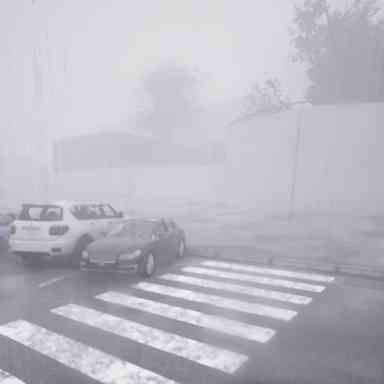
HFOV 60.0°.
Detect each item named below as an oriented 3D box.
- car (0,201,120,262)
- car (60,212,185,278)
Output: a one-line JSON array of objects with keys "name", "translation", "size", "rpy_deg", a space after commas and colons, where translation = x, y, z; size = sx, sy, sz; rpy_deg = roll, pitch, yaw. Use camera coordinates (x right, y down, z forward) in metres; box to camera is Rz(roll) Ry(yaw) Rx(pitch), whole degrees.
[{"name": "car", "translation": [-4.038, 1.349, 12.392], "size": [2.435, 2.045, 5.566], "rpy_deg": [-1, -1, 15]}, {"name": "car", "translation": [-1.602, 1.568, 10.633], "size": [2.231, 1.521, 4.892], "rpy_deg": [0, -1, 15]}]
